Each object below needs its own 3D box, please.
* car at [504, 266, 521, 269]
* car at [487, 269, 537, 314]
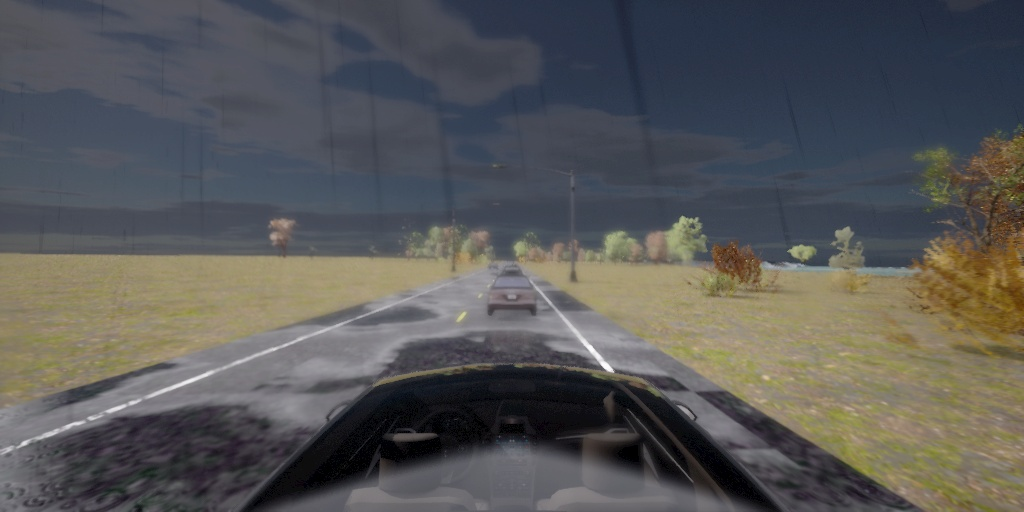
[{"bbox_3d":[0.021,1.555,30.340,1.837,1.490,4.892,0,0,1],"label":"car"},{"bbox_3d":[0.010,1.431,14.389,2.033,1.411,5.357,0,-1,0],"label":"car"}]
